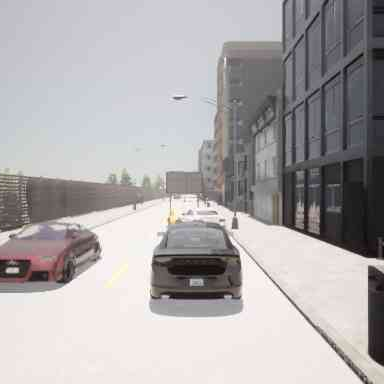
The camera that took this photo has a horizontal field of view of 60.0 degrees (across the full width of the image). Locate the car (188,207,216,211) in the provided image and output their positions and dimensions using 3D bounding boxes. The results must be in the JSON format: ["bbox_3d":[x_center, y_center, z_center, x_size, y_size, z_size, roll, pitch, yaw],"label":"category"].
[{"bbox_3d":[0.505,1.539,17.818,1.812,1.442,4.674,0,-1,-10],"label":"car"}]

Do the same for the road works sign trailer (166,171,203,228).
[{"bbox_3d":[-0.520,0.464,21.296,2.380,3.560,2.880,0,0,-16],"label":"road works sign trailer"}]

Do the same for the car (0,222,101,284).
[{"bbox_3d":[-4.015,1.564,9.436,1.994,1.385,4.181,0,0,0],"label":"car"}]

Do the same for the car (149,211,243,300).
[{"bbox_3d":[0.086,1.478,8.468,1.882,1.535,5.008,0,0,0],"label":"car"}]
